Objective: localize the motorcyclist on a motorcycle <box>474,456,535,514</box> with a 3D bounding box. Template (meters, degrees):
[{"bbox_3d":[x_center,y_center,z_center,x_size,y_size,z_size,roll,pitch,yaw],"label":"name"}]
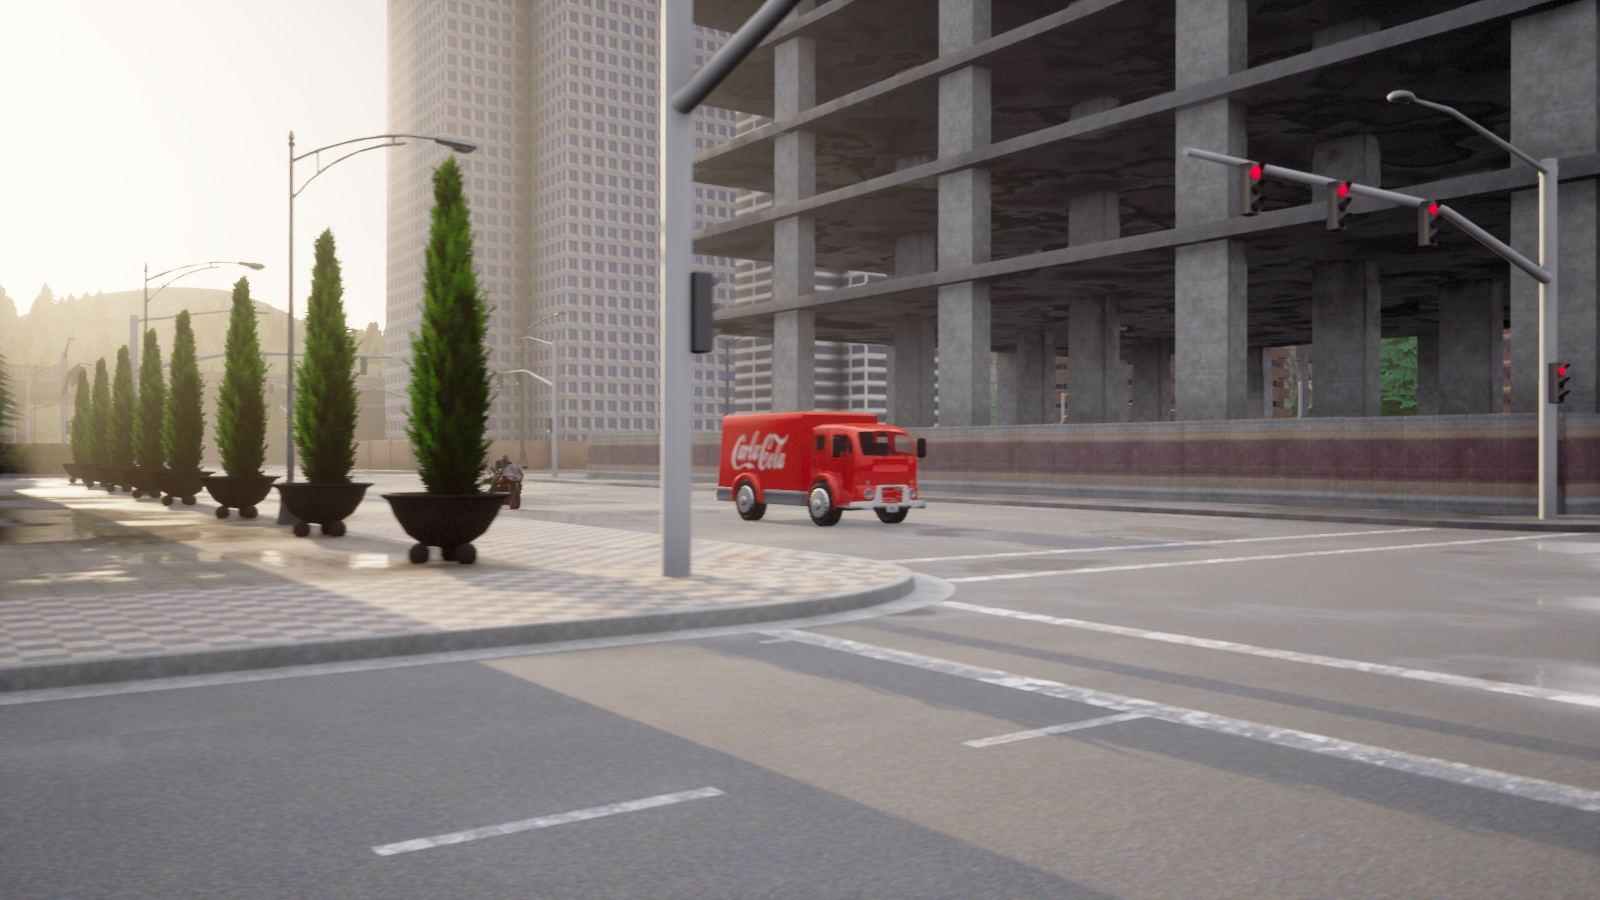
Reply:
[{"bbox_3d":[-8.131,0.941,34.493,0.866,1.530,2.191,0,0,-35],"label":"motorcyclist on a motorcycle"}]

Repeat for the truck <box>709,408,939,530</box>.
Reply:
[{"bbox_3d":[0.420,0.384,28.274,2.627,2.467,5.204,0,0,-35],"label":"truck"}]
